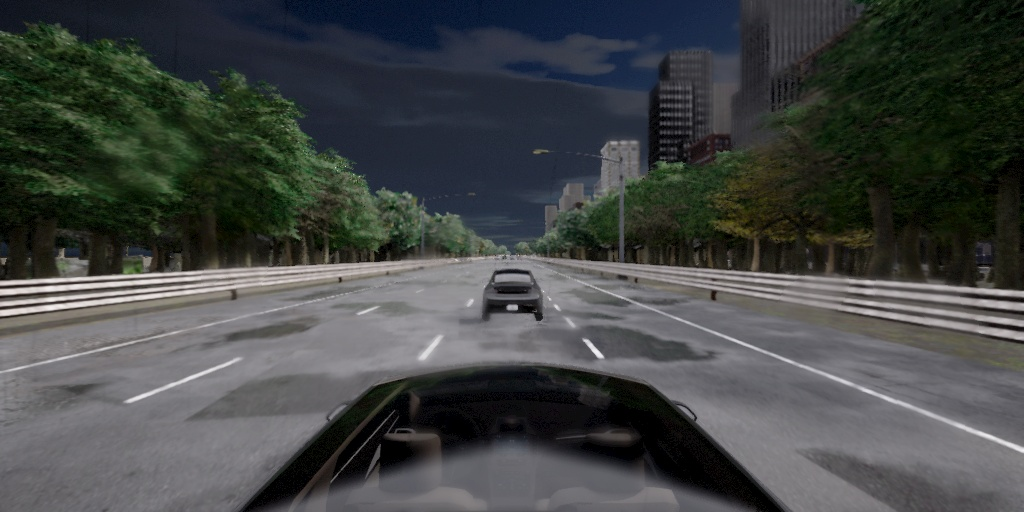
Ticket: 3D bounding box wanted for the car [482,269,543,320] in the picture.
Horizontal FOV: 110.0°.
[{"bbox_3d":[0.017,1.203,12.582,1.837,1.490,4.892,0,0,0],"label":"car"}]
